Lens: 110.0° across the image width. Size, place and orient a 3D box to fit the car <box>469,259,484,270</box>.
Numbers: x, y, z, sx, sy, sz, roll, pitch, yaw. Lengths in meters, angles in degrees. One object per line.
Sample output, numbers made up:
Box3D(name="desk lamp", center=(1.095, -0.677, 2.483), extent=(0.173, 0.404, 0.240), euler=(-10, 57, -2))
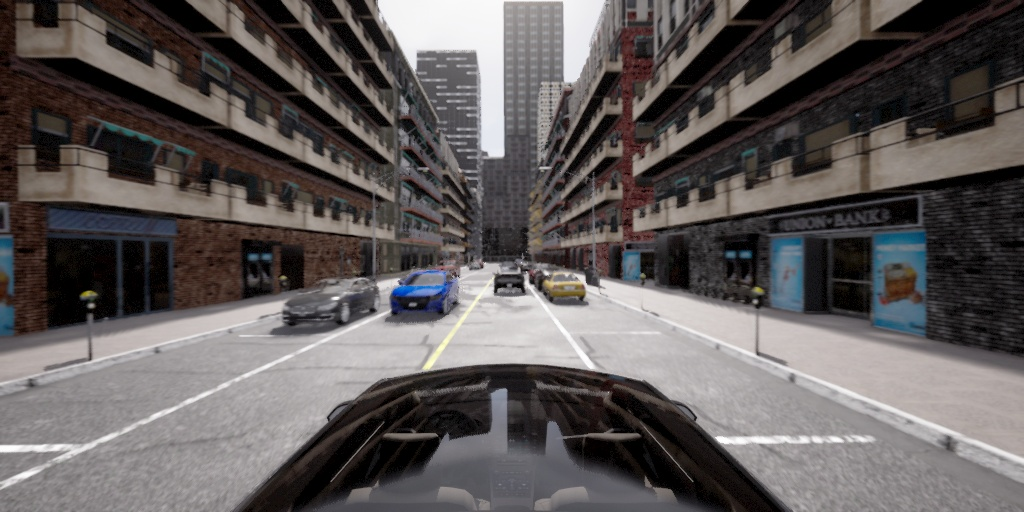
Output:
Box3D(name="car", center=(-6.449, 1.735, 62.496), extent=(2.007, 1.370, 4.403), euler=(0, 0, -1))

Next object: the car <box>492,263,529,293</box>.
Box3D(name="car", center=(-0.163, 1.391, 22.249), extent=(1.837, 1.490, 4.892), euler=(0, 0, 0))

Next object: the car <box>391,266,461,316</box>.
Box3D(name="car", center=(-3.240, 1.325, 14.127), extent=(1.882, 1.535, 5.008), euler=(0, 0, -1))

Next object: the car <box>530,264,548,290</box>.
Box3D(name="car", center=(2.426, 1.446, 23.364), extent=(1.948, 1.339, 4.313), euler=(0, 0, -1))

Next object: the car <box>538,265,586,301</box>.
Box3D(name="car", center=(2.495, 1.369, 17.932), extent=(1.751, 1.417, 4.829), euler=(0, 0, -1))

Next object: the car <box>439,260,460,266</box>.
Box3D(name="car", center=(-6.095, 1.310, 34.489), extent=(2.192, 1.841, 5.009), euler=(0, 0, -1))

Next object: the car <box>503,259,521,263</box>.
Box3D(name="car", center=(-0.384, 1.356, 40.155), extent=(2.097, 1.767, 4.553), euler=(0, -1, -1))

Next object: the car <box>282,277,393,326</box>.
Box3D(name="car", center=(-5.812, 1.397, 12.084), extent=(2.007, 1.370, 4.403), euler=(0, 0, -1))

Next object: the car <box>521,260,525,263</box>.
Box3D(name="car", center=(2.072, 1.634, 51.371), extent=(1.948, 1.339, 4.313), euler=(0, 0, -1))

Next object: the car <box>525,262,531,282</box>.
Box3D(name="car", center=(2.356, 1.358, 28.965), extent=(1.967, 1.591, 4.097), euler=(0, 0, -1))
